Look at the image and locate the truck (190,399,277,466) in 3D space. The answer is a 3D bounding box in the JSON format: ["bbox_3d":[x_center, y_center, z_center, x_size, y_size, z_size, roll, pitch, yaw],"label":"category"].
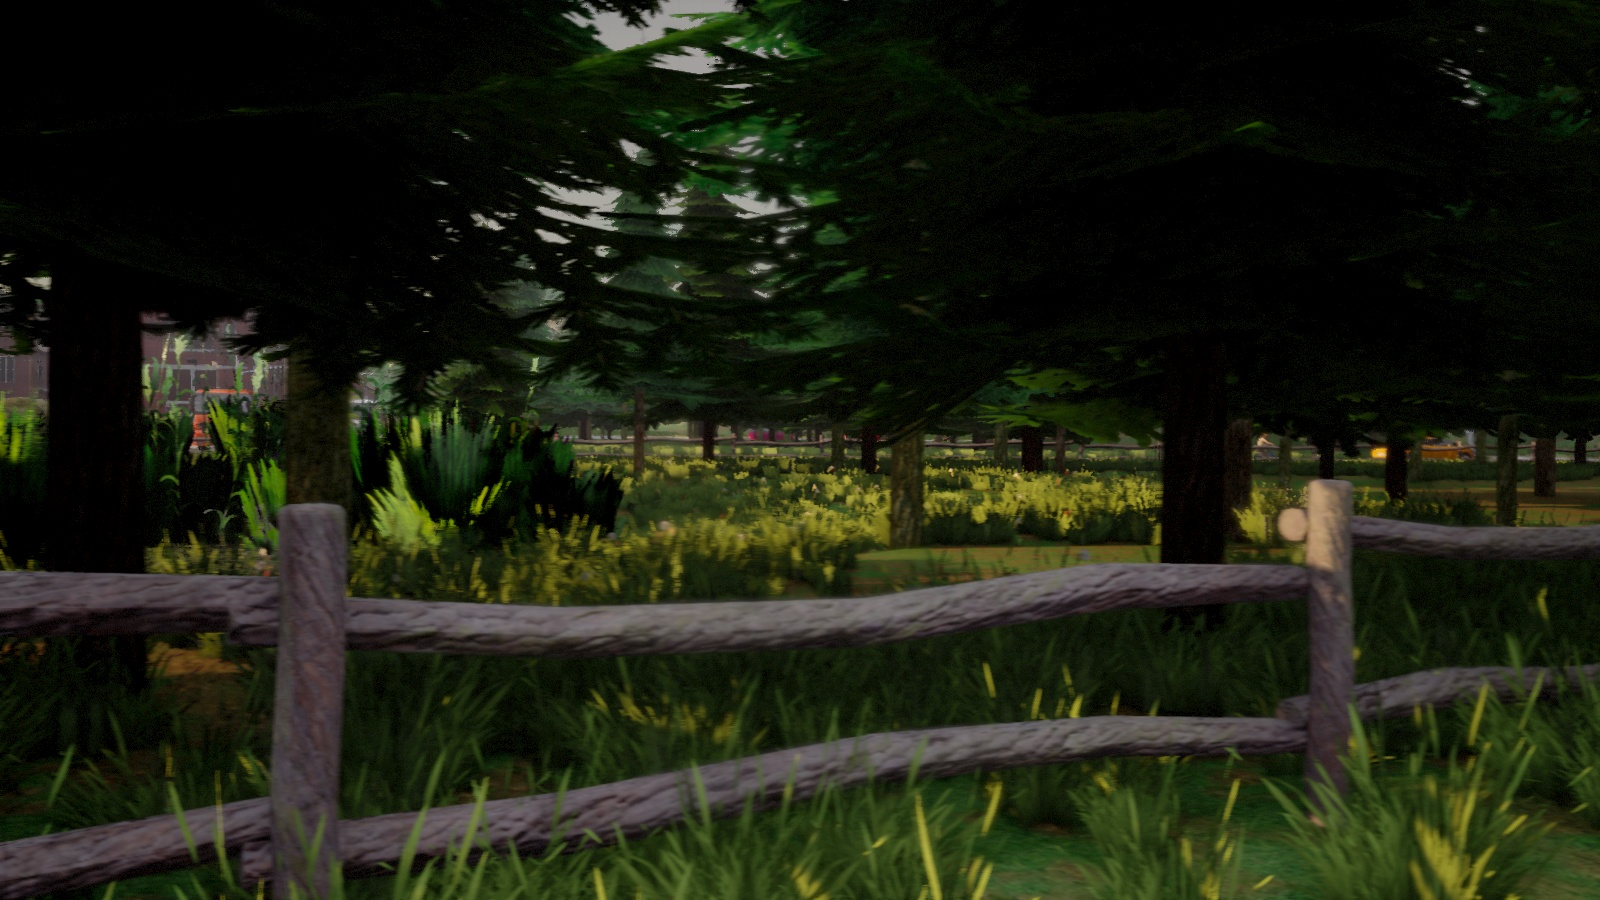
[{"bbox_3d":[-30.981,-0.960,69.012,2.891,3.462,7.936,-1,1,-14],"label":"truck"}]

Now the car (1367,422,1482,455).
[{"bbox_3d":[30.833,-0.586,62.017,5.008,1.535,1.882,-1,1,-13],"label":"car"}]
